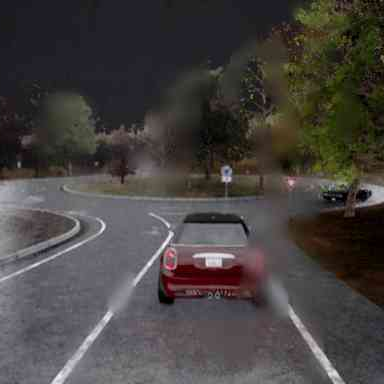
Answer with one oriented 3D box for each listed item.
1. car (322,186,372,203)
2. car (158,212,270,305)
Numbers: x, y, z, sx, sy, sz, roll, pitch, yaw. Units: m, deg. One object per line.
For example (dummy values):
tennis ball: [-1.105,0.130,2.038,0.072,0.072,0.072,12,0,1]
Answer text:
car: [12.912,0.125,27.481,4.718,1.301,1.895,-5,8,-36]
car: [0.484,1.255,8.091,2.097,1.767,4.553,0,1,3]
